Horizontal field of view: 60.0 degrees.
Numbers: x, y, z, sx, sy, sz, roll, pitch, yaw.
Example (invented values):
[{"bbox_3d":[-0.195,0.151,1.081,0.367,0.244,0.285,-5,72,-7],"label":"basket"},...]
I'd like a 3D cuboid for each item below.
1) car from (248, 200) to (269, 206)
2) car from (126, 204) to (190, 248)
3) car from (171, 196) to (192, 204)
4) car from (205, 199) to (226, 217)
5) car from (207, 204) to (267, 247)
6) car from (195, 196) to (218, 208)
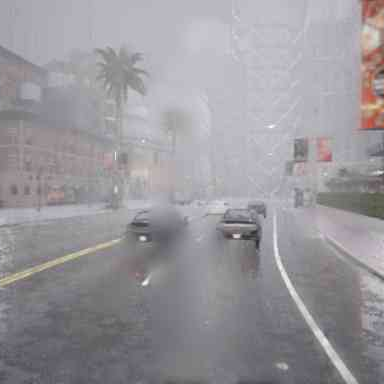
[{"bbox_3d":[6.091,1.567,31.480,1.837,1.490,4.892,0,0,14],"label":"car"},{"bbox_3d":[-1.383,1.510,15.006,1.837,1.490,4.892,0,0,12],"label":"car"},{"bbox_3d":[-1.401,1.225,45.443,1.882,1.535,5.008,0,0,14],"label":"car"},{"bbox_3d":[2.432,1.566,31.249,1.812,1.442,4.674,0,0,14],"label":"car"},{"bbox_3d":[2.250,1.517,15.351,2.128,1.511,4.902,0,0,12],"label":"car"},{"bbox_3d":[1.998,1.292,44.609,2.128,1.511,4.902,0,0,14],"label":"car"}]
